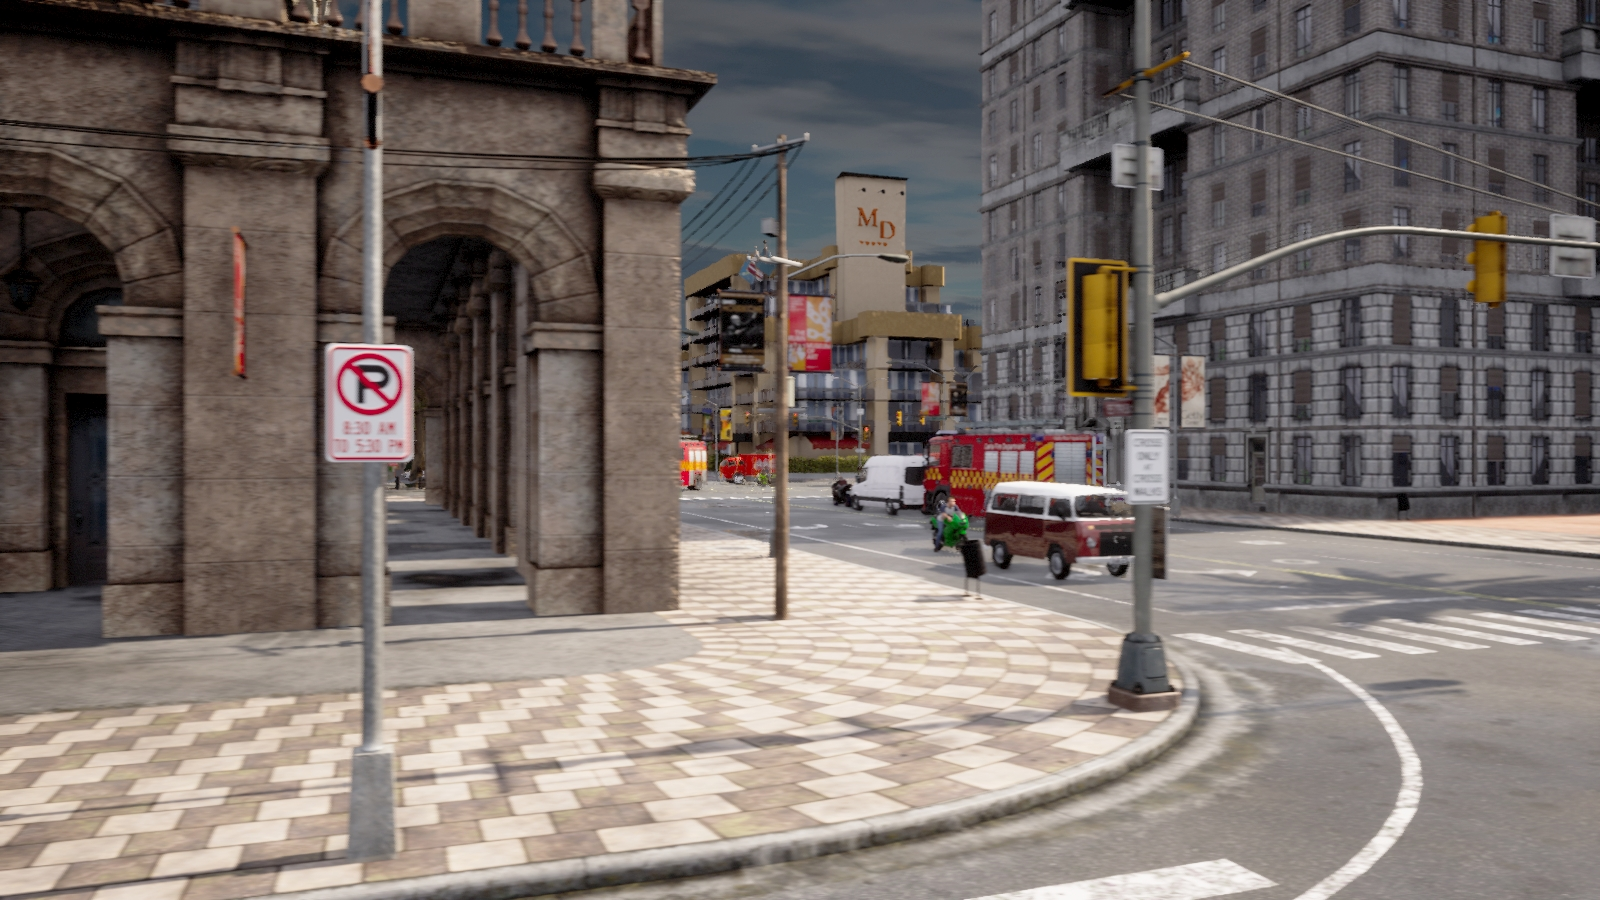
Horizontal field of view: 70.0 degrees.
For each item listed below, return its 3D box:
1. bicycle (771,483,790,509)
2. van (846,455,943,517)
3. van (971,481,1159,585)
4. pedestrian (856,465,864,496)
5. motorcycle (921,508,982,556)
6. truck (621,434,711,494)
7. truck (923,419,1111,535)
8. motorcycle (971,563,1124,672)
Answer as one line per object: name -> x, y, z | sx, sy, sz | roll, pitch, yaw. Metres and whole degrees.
bicycle -> -0.965, 2.210, 54.957 | 0.329, 1.171, 1.835 | 0, 0, -20
van -> 4.149, 1.534, 51.215 | 1.988, 2.561, 5.915 | 0, 0, -21
van -> 5.918, 1.782, 26.127 | 2.069, 2.038, 4.480 | 0, 0, -20
pedestrian -> 3.595, 1.848, 68.767 | 0.375, 1.860, 0.375 | 0, 0, -14
motorcycle -> 4.100, 2.213, 31.140 | 0.803, 1.145, 2.033 | 0, 0, -20
truck -> -8.874, 0.890, 76.773 | 2.891, 3.827, 8.468 | 0, 0, 17
truck -> 7.740, 0.890, 42.237 | 2.891, 3.827, 8.468 | 0, 0, -20
motorcycle -> 3.274, 2.182, 15.141 | 1.805, 1.236, 0.856 | 0, 0, -20
